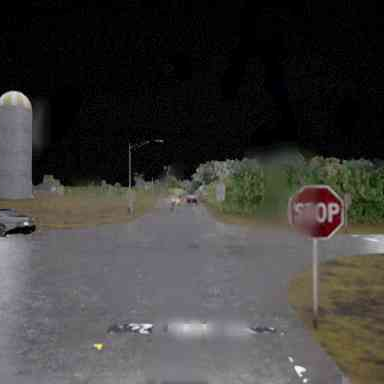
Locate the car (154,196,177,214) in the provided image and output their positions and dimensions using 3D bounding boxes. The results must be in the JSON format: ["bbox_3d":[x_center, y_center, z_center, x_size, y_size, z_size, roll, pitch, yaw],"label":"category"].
[{"bbox_3d":[-2.860,1.463,35.258,1.837,1.490,4.892,0,0,0],"label":"car"}]

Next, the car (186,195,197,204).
[{"bbox_3d":[-0.021,1.386,61.590,1.882,1.535,5.008,0,0,0],"label":"car"}]

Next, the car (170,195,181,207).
[{"bbox_3d":[-2.847,1.282,51.050,2.097,1.767,4.553,0,0,0],"label":"car"}]

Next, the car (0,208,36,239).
[{"bbox_3d":[-10.155,1.517,16.789,4.181,1.385,1.994,0,-1,12],"label":"car"}]

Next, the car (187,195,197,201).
[{"bbox_3d":[-0.025,1.271,72.014,1.994,1.385,4.181,0,0,0],"label":"car"}]
